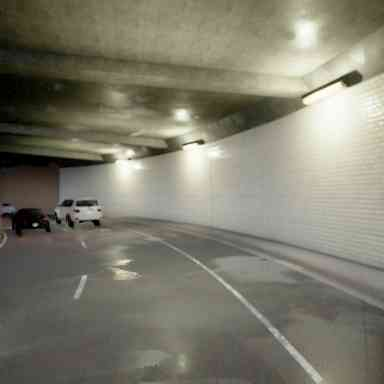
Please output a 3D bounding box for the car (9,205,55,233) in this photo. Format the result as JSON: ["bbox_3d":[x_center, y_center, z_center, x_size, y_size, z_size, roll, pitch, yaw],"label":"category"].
[{"bbox_3d":[-10.240,1.725,21.073,1.812,1.442,4.674,0,0,-32],"label":"car"}]

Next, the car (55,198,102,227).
[{"bbox_3d":[-8.639,1.448,24.970,2.150,2.045,5.566,0,0,-36],"label":"car"}]

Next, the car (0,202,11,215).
[{"bbox_3d":[-21.054,1.882,36.589,4.674,1.442,1.812,-1,-1,37],"label":"car"}]
